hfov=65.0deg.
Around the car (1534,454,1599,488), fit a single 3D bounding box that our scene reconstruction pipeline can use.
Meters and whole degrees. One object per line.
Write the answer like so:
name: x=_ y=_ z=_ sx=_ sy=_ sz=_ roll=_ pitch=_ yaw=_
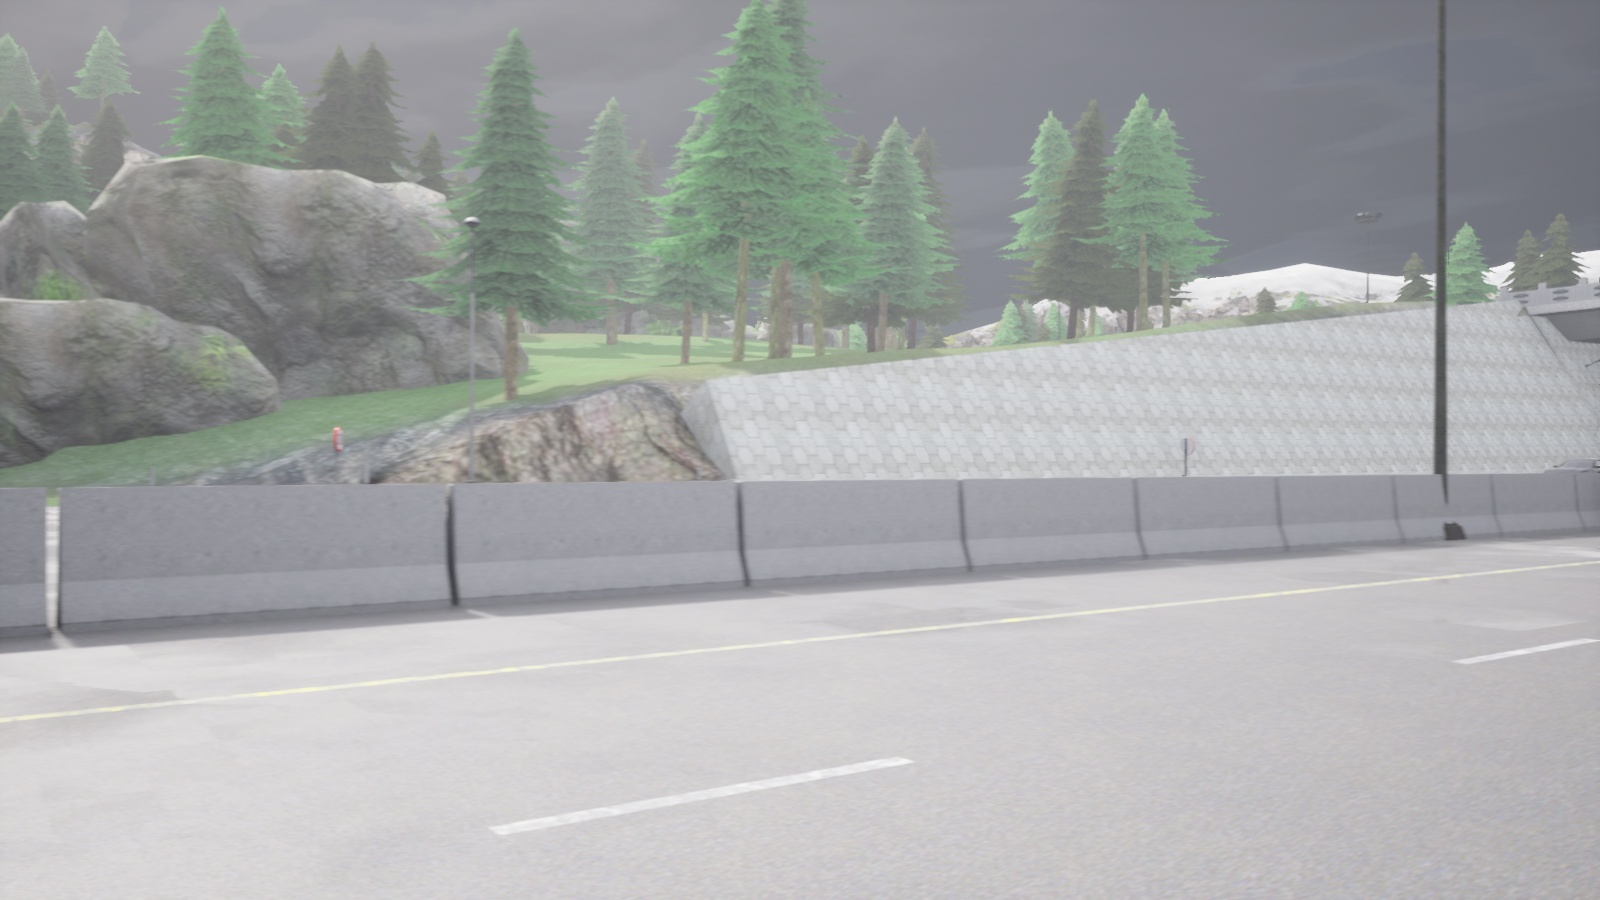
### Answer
car: x=36.779 y=0.954 z=59.104 sx=5.008 sy=1.535 sz=1.882 roll=0 pitch=0 yaw=-35
